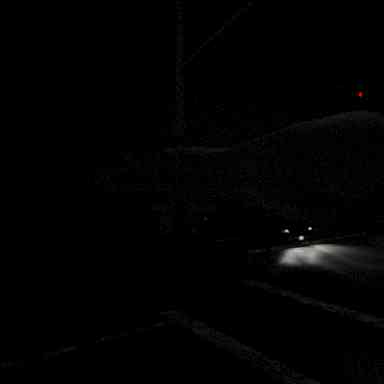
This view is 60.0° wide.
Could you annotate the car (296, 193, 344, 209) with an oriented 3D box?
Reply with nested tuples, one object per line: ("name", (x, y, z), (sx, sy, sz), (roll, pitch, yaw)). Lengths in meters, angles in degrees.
("car", (15.780, 1.097, 41.161), (1.932, 1.855, 4.605), (0, 0, -36))

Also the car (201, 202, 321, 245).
("car", (2.654, 1.356, 14.835), (2.033, 1.411, 5.357), (0, 0, -35))

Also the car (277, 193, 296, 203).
("car", (18.496, 1.077, 64.585), (1.905, 1.878, 3.866), (0, 0, -36))

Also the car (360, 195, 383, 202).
("car", (37.680, 1.384, 69.648), (1.970, 1.475, 3.806), (0, 0, -36))

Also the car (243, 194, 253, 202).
("car", (8.131, 1.154, 57.084), (2.152, 1.636, 5.027), (0, 0, -36))

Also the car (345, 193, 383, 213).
("car", (17.730, 1.077, 32.860), (1.905, 1.878, 3.866), (0, 0, -36))

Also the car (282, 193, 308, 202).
("car", (20.608, 1.097, 66.623), (1.932, 1.855, 4.605), (0, 0, -36))

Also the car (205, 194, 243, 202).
("car", (4.287, 1.298, 45.202), (2.007, 1.523, 4.514), (0, 0, -36))

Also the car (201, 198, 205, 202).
("car", (3.122, 1.232, 53.060), (1.970, 1.475, 3.806), (0, 0, -36))

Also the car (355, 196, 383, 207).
("car", (26.288, 1.298, 47.888), (2.007, 1.523, 4.514), (0, 0, -36))
